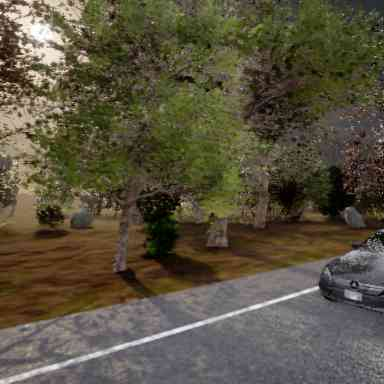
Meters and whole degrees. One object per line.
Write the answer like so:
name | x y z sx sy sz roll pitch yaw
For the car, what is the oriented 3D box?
car | 4.670 1.531 7.162 4.674 1.442 1.812 0 0 -37
